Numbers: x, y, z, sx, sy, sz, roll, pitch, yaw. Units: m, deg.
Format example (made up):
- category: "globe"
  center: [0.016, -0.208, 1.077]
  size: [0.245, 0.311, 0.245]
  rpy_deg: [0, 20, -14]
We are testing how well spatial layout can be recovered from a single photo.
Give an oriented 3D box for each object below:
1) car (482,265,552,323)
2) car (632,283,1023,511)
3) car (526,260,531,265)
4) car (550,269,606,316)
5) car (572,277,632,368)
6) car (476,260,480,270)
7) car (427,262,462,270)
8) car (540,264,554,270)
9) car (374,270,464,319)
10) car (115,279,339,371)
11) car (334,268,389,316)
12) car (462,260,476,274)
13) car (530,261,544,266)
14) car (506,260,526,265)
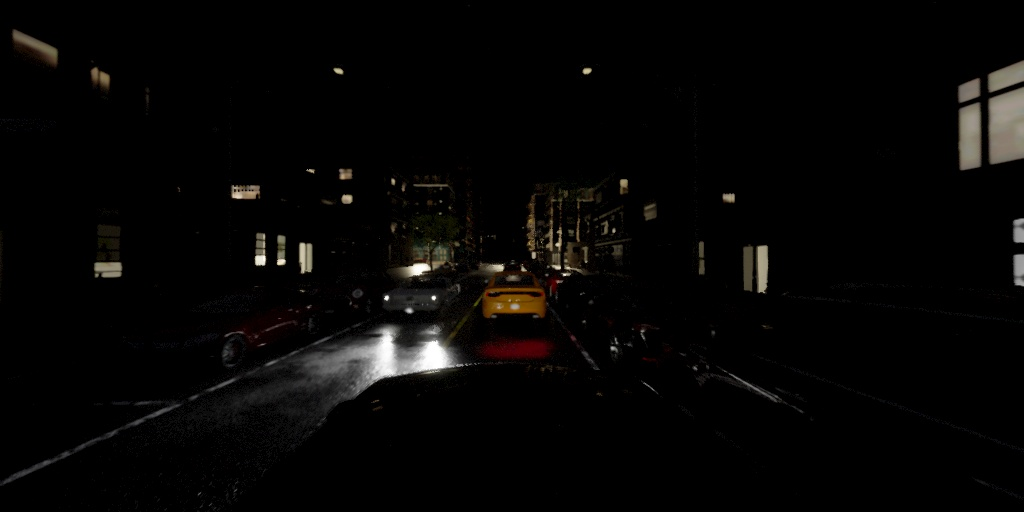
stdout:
- category: "car"
  center: [0.052, 1.241, 12.289]
  size: [1.882, 1.535, 5.008]
  rpy_deg: [0, 0, -1]
- category: "car"
  center: [2.691, 1.065, 2.151]
  size: [2.192, 1.841, 5.009]
  rpy_deg: [0, 0, 0]
- category: "car"
  center: [2.778, 1.349, 37.901]
  size: [2.007, 1.370, 4.403]
  rpy_deg: [0, 0, 0]
- category: "car"
  center: [2.687, 1.330, 13.217]
  size: [1.948, 1.339, 4.313]
  rpy_deg: [0, 0, 0]
- category: "car"
  center: [2.689, 1.323, 7.684]
  size: [1.948, 1.339, 4.313]
  rpy_deg: [0, 0, 0]
- category: "car"
  center: [-5.839, 1.263, 53.344]
  size: [1.967, 1.591, 4.097]
  rpy_deg: [0, 0, 0]
- category: "car"
  center: [-5.770, 1.315, 31.290]
  size: [1.751, 1.417, 4.829]
  rpy_deg: [0, 0, 0]
- category: "car"
  center: [2.692, 1.316, 18.444]
  size: [1.888, 1.381, 4.507]
  rpy_deg: [0, 0, 0]
- category: "car"
  center: [-3.105, 1.365, 13.093]
  size: [1.895, 1.301, 4.718]
  rpy_deg: [0, 0, 0]
- category: "car"
  center: [-5.692, 1.340, 7.682]
  size: [1.802, 1.307, 4.207]
  rpy_deg: [0, 0, 0]
- category: "car"
  center: [-5.693, 1.205, 13.215]
  size: [1.967, 1.591, 4.097]
  rpy_deg: [0, 0, 0]
- category: "car"
  center: [-5.828, 1.356, 42.525]
  size: [2.007, 1.370, 4.403]
  rpy_deg: [0, 0, 0]
- category: "car"
  center: [2.741, 1.312, 29.680]
  size: [1.751, 1.417, 4.829]
  rpy_deg: [0, 0, 0]
- category: "car"
  center: [0.086, 1.290, 37.941]
  size: [2.128, 1.511, 4.902]
  rpy_deg: [0, 0, 0]
